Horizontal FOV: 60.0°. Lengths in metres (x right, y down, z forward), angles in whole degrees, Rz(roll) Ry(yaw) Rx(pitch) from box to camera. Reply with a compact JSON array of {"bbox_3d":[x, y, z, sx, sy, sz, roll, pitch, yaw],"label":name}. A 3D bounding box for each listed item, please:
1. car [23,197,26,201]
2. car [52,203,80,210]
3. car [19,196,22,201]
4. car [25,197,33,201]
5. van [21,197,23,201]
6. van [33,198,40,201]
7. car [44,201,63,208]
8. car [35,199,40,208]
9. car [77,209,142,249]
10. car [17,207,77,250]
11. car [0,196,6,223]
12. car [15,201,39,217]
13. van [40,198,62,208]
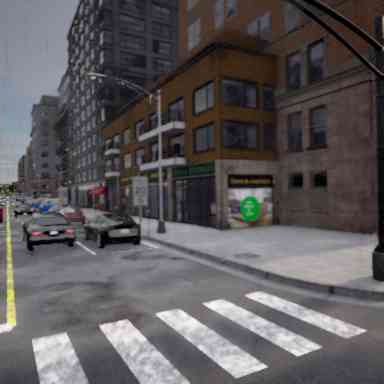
[{"bbox_3d":[-32.976,2.077,68.103,1.967,1.590,4.097,-1,0,-29],"label":"car"},{"bbox_3d":[-8.992,1.737,24.691,1.802,1.307,4.206,-1,0,-29],"label":"car"},{"bbox_3d":[-40.972,2.114,82.574,2.192,1.841,5.009,-1,0,-29],"label":"car"},{"bbox_3d":[-27.647,1.967,58.455,1.967,1.590,4.097,-1,0,-29],"label":"car"},{"bbox_3d":[-38.307,2.086,77.750,1.690,1.788,3.998,-1,0,-29],"label":"van"},{"bbox_3d":[-19.655,1.704,43.984,1.690,1.788,3.998,-1,0,-29],"label":"van"},{"bbox_3d":[-11.657,1.772,29.514,1.947,1.339,4.313,-1,0,-29],"label":"car"},{"bbox_3d":[-16.986,1.860,39.161,2.008,1.369,4.403,-1,0,-29],"label":"car"},{"bbox_3d":[-3.662,1.625,15.043,1.947,1.339,4.313,-1,0,-29],"label":"car"},{"bbox_3d":[-6.588,1.663,15.124,2.033,1.411,5.357,-1,0,-29],"label":"car"},{"bbox_3d":[-17.093,1.534,28.027,2.150,2.045,5.566,-1,0,-29],"label":"car"},{"bbox_3d":[-17.915,1.929,35.595,1.895,1.301,4.718,-1,0,-29],"label":"car"},{"bbox_3d":[-14.326,1.598,34.337,1.690,1.788,3.998,-1,0,-29],"label":"van"}]
